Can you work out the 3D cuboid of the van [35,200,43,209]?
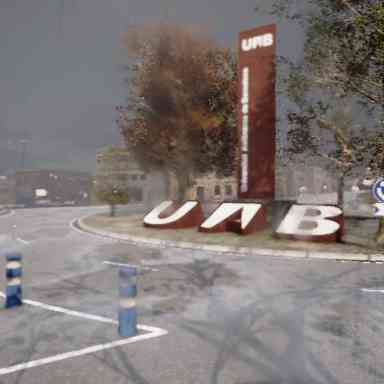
[{"bbox_3d":[-33.063,2.844,73.586,4.442,1.987,1.878,-4,-3,39],"label":"van"}]

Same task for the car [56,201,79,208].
[{"bbox_3d":[-24.468,2.525,66.551,4.674,1.452,2.002,-4,-4,39],"label":"car"}]

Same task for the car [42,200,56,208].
[{"bbox_3d":[-28.721,2.803,70.022,4.792,1.488,2.163,-4,-3,39],"label":"car"}]

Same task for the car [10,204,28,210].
[{"bbox_3d":[-41.488,3.684,80.505,4.674,1.452,2.002,-4,-3,39],"label":"car"}]
